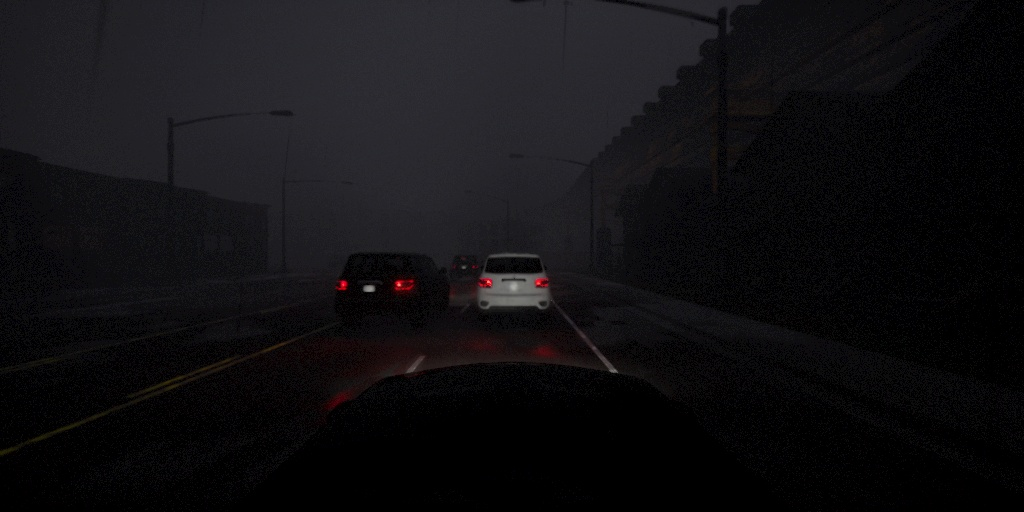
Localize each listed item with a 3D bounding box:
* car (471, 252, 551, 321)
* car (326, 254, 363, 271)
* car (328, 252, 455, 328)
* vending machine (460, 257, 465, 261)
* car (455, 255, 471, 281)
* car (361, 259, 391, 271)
[{"bbox_3d":[0.060,0.934,12.331,2.150,2.045,5.566,0,-1,0],"label":"car"},{"bbox_3d":[-21.437,0.848,45.880,5.566,2.045,2.150,0,0,40],"label":"car"},{"bbox_3d":[-3.453,0.936,11.419,2.150,2.045,5.566,0,-1,1],"label":"car"},{"bbox_3d":[-8.710,0.775,61.473,0.880,2.100,1.100,0,0,41],"label":"vending machine"},{"bbox_3d":[-3.512,0.898,28.476,2.150,2.045,5.566,0,0,-1],"label":"car"},{"bbox_3d":[-18.075,1.145,47.595,4.674,1.442,1.812,0,0,43],"label":"car"}]
